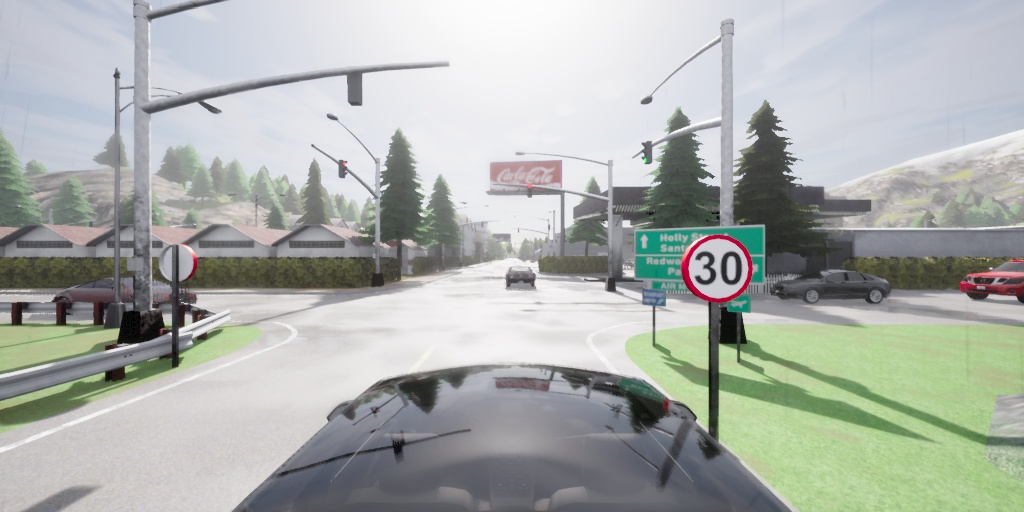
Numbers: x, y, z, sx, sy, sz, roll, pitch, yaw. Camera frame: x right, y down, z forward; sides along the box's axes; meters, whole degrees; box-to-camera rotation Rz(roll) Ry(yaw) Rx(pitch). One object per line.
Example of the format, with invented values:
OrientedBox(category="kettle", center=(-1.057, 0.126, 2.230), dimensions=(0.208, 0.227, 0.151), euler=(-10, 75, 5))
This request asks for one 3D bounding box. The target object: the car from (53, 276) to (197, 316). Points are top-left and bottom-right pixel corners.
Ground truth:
OrientedBox(category="car", center=(-14.900, 1.505, 13.944), dimensions=(4.181, 1.385, 1.994), euler=(0, 0, 1))

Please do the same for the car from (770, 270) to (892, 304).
OrientedBox(category="car", center=(15.201, 1.446, 17.248), dimensions=(4.892, 1.490, 1.837), euler=(0, 0, 1))

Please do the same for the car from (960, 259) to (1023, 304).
OrientedBox(category="car", center=(25.171, 1.163, 17.117), dimensions=(5.566, 2.045, 2.150), euler=(0, 0, 0))

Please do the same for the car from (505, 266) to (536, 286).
OrientedBox(category="car", center=(0.470, 1.343, 24.886), dimensions=(1.895, 1.301, 4.718), euler=(0, 0, -3))
